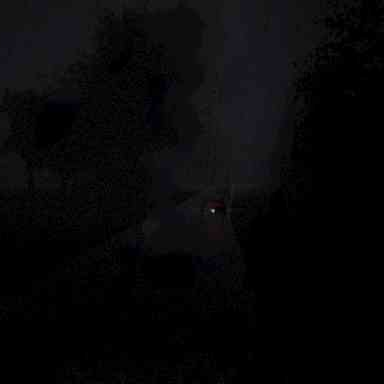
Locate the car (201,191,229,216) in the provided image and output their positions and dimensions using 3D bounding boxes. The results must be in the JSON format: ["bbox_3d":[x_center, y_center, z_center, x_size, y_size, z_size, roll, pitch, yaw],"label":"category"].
[{"bbox_3d":[1.722,0.965,25.522,1.837,1.490,4.892,0,2,6],"label":"car"}]

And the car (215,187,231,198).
[{"bbox_3d":[3.914,0.071,42.656,2.128,1.511,4.902,1,3,8],"label":"car"}]
